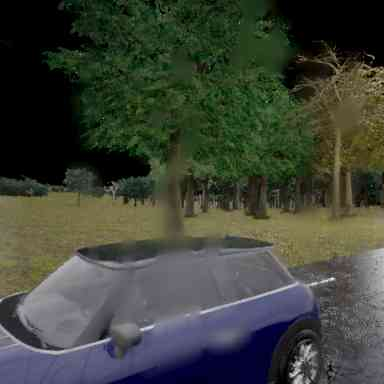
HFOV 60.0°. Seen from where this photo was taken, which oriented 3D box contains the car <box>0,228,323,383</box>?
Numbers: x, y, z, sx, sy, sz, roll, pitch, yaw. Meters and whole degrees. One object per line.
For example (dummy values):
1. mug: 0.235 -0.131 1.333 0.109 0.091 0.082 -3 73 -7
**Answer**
1. car: -0.698 1.352 3.491 4.553 1.767 2.097 0 0 -35
